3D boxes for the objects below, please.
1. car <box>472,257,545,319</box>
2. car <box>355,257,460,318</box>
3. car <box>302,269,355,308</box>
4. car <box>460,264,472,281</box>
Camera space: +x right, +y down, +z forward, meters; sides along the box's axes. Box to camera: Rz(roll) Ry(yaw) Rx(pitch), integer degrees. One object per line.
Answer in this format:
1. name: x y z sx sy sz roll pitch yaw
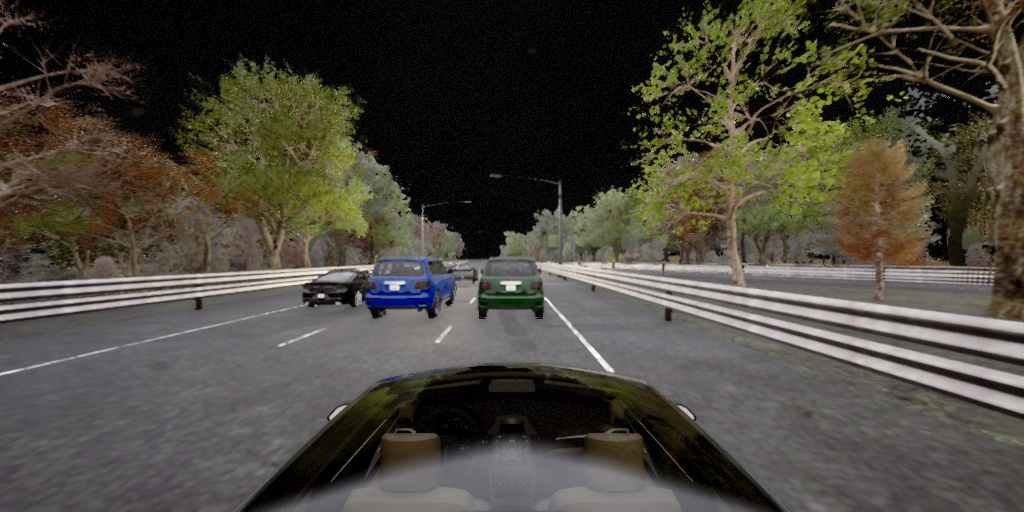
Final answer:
1. car: -0.031 1.047 13.349 2.150 2.045 5.566 0 0 0
2. car: -3.532 1.049 13.455 2.150 2.045 5.566 0 0 0
3. car: -7.035 1.318 15.675 1.882 1.535 5.008 0 0 0
4. car: -3.756 1.429 29.549 2.128 1.511 4.902 0 0 -1
